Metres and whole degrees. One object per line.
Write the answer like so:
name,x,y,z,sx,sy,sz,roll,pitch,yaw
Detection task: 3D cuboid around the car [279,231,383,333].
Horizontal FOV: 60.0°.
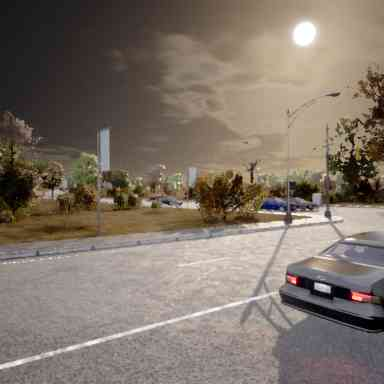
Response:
car,4.064,1.529,6.673,5.357,1.411,2.033,0,0,-36

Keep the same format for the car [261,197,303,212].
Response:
car,8.876,1.319,35.813,1.882,1.535,5.008,-1,0,-40

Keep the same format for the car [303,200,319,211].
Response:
car,11.656,1.364,37.947,2.033,1.411,5.357,-1,0,-39

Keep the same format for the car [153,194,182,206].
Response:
car,-3.428,1.340,51.032,2.128,1.511,4.902,-1,0,-39

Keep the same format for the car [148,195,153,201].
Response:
car,-7.825,1.261,73.344,1.882,1.535,5.008,-1,0,-38
